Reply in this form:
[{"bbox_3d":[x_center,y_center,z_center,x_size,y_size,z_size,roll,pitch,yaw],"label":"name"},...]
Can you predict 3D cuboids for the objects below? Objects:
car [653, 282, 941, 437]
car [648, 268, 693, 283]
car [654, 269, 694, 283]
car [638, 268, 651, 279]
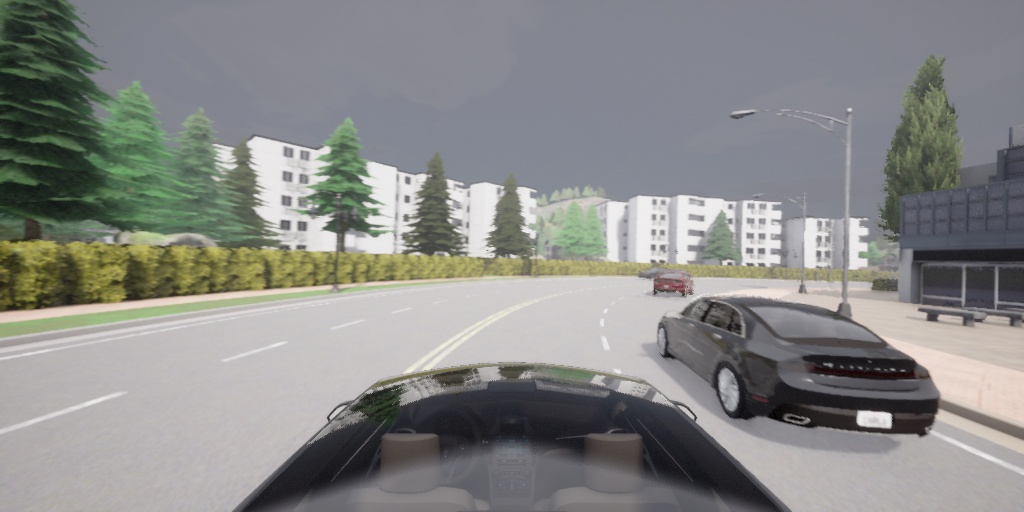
[{"bbox_3d":[3.909,1.419,6.004,1.837,1.490,4.892,2,0,6],"label":"car"},{"bbox_3d":[10.780,1.770,23.840,1.882,1.535,5.008,1,-1,34],"label":"car"},{"bbox_3d":[18.326,2.209,40.504,4.674,1.442,1.812,2,-1,-31],"label":"car"},{"bbox_3d":[17.745,2.174,44.211,5.008,1.535,1.882,2,-1,-29],"label":"car"}]
